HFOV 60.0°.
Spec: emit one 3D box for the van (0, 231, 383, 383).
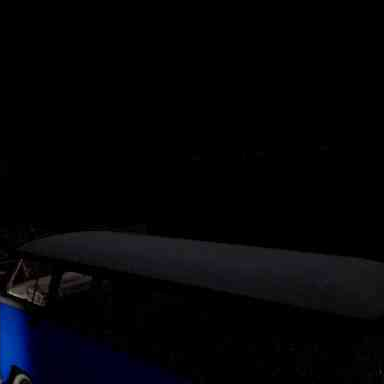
[{"bbox_3d":[-0.212,1.341,3.015,3.998,1.788,1.690,0,-1,36],"label":"van"}]
